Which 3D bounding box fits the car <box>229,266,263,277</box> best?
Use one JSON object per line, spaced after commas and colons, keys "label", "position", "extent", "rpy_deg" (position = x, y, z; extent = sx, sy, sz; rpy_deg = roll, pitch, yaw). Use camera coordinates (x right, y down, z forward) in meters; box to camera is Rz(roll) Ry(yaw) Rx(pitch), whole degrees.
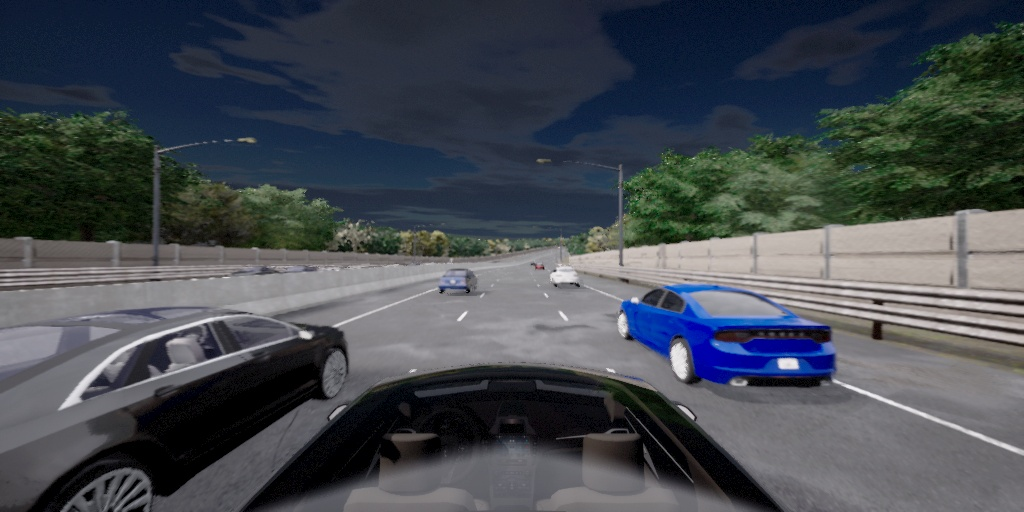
{"label": "car", "position": [-20.772, 1.527, 29.183], "extent": [1.994, 1.385, 4.181], "rpy_deg": [0, -1, 1]}

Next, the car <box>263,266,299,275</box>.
{"label": "car", "position": [-17.278, 1.521, 29.412], "extent": [2.033, 1.411, 5.357], "rpy_deg": [0, -1, 1]}

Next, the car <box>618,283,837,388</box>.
{"label": "car", "position": [3.619, 1.278, 7.161], "extent": [1.882, 1.535, 5.008], "rpy_deg": [0, -1, 0]}

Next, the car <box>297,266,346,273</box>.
{"label": "car", "position": [-13.822, 1.559, 27.310], "extent": [1.895, 1.301, 4.718], "rpy_deg": [0, -1, 1]}

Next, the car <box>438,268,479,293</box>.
{"label": "car", "position": [-3.225, 1.476, 22.208], "extent": [2.033, 1.411, 5.357], "rpy_deg": [0, -1, 1]}

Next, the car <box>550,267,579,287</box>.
{"label": "car", "position": [3.867, 1.518, 26.794], "extent": [1.812, 1.442, 4.674], "rpy_deg": [0, -1, 1]}

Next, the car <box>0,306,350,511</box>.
{"label": "car", "position": [-3.390, 1.251, 3.577], "extent": [2.128, 1.511, 4.902], "rpy_deg": [0, 0, 0]}
